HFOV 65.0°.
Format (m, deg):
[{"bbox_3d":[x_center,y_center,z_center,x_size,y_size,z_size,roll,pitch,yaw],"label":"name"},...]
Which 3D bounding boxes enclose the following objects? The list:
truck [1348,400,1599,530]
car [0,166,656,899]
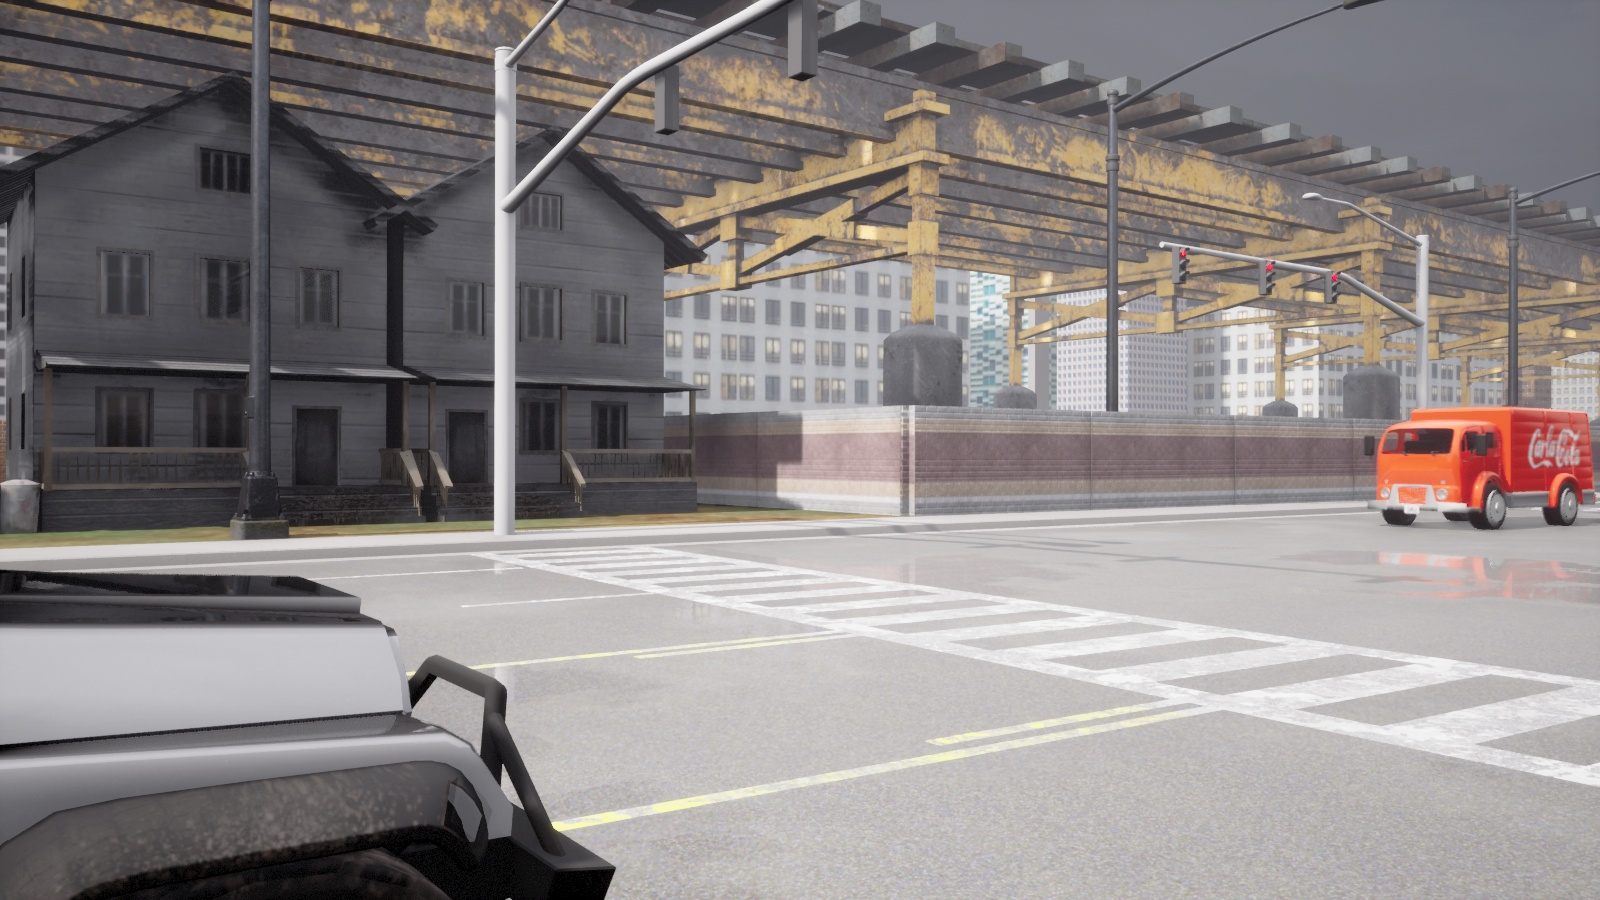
[{"bbox_3d":[14.218,0.292,26.343,5.204,2.467,2.627,0,0,-35],"label":"truck"},{"bbox_3d":[-2.398,0.551,1.999,3.866,1.878,1.905,0,0,-34],"label":"car"}]
